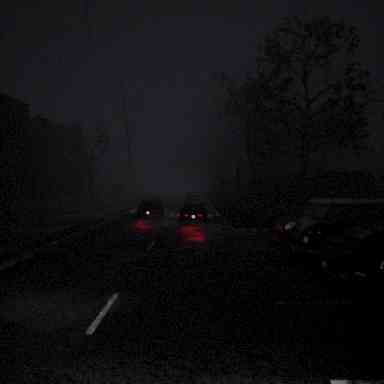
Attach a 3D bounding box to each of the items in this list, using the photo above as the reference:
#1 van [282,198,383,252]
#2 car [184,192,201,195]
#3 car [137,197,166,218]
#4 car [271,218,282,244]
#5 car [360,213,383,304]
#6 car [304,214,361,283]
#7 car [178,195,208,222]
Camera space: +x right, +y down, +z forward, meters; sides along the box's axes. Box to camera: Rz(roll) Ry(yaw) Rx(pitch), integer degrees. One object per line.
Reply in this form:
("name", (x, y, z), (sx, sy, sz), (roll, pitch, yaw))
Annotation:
("van", (5.417, 1.185, 10.594), (4.442, 1.987, 1.878), (0, 1, 0))
("car", (0.080, 0.700, 42.106), (1.882, 1.535, 5.008), (0, 2, 0))
("car", (-3.163, 1.179, 26.229), (1.837, 1.490, 4.892), (0, 1, 0))
("car", (5.562, 1.254, 13.348), (4.553, 1.767, 2.185), (0, 1, 0))
("car", (5.505, 1.329, 5.210), (4.553, 1.767, 2.185), (0, 0, 0))
("car", (5.529, 1.436, 7.839), (4.892, 1.521, 2.231), (0, 0, 0))
("car", (0.088, 1.240, 23.442), (1.837, 1.490, 4.892), (0, 1, 0))
